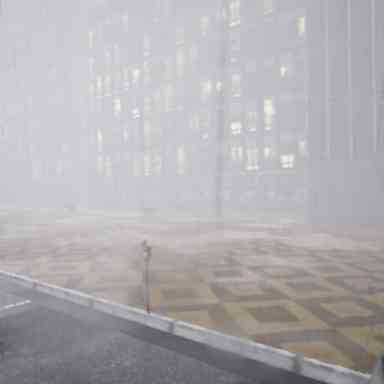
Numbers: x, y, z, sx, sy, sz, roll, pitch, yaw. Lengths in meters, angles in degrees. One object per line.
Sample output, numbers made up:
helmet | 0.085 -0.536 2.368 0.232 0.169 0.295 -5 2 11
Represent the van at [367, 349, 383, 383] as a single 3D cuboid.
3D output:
van | 2.685 1.344 0.980 3.998 1.788 1.690 0 -1 35
